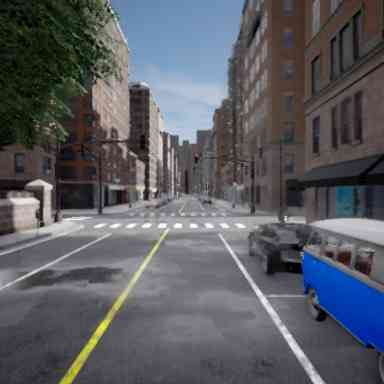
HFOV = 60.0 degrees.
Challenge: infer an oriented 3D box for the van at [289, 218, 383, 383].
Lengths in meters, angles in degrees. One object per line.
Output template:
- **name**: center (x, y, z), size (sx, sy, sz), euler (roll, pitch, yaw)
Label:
- **van**: center (2.859, 1.358, 4.755), size (1.690, 1.788, 3.998), euler (0, 0, 0)

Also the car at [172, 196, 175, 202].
- **car**: center (-5.622, 1.801, 75.662), size (2.008, 1.369, 4.403), euler (0, 0, 0)

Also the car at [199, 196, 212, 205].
- **car**: center (2.895, 1.647, 64.791), size (1.967, 1.590, 4.097), euler (0, 0, 0)

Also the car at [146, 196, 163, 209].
- **car**: center (-5.639, 1.676, 48.238), size (1.752, 1.417, 4.829), euler (0, 0, 0)

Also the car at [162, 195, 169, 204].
- **car**: center (-5.632, 1.733, 59.310), size (1.887, 1.381, 4.507), euler (0, 0, 0)

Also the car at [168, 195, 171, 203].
- **car**: center (-5.629, 1.753, 64.760), size (1.887, 1.381, 4.507), euler (0, 0, 0)

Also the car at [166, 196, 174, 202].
- **car**: center (-5.616, 1.820, 86.393), size (1.752, 1.417, 4.829), euler (0, 0, 0)

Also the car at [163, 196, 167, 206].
- **car**: center (-5.636, 1.720, 53.858), size (2.008, 1.369, 4.403), euler (0, 0, 0)

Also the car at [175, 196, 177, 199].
- **car**: center (-5.620, 1.587, 81.113), size (2.192, 1.841, 5.009), euler (0, 0, 0)

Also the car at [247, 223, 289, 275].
- **car**: center (2.863, 1.601, 10.415), size (1.947, 1.339, 4.313), euler (0, 0, 0)
